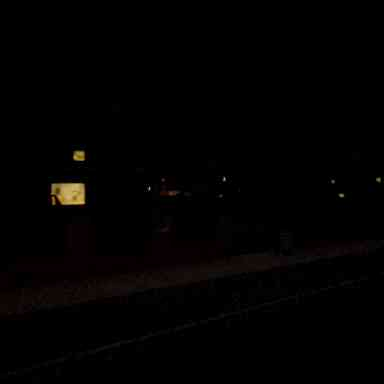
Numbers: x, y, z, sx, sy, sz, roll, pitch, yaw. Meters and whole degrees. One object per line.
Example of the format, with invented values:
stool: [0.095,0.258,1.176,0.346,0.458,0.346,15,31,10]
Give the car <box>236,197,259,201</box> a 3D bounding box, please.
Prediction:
car: [6.121,1.335,35.839,1.837,1.490,4.892,-1,2,-35]

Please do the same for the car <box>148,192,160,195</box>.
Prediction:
car: [-6.412,0.753,54.166,2.097,1.767,4.553,-1,2,-34]

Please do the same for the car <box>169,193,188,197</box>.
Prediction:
car: [-2.508,0.915,53.469,2.128,1.511,4.902,-1,2,-35]
